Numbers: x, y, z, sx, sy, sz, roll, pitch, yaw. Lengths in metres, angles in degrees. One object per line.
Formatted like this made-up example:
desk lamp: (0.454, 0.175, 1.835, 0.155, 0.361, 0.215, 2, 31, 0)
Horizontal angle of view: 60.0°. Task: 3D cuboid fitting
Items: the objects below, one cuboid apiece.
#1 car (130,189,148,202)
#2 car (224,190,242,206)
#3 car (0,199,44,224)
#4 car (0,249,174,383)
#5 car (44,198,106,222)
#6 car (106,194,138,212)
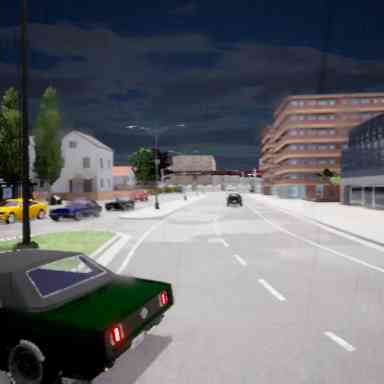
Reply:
car: (-8.722, 0.592, 54.396, 2.150, 2.045, 5.566, 0, 1, 6)
car: (5.300, 0.934, 41.975, 1.882, 1.535, 5.008, 0, 1, 6)
car: (-12.105, 1.248, 22.984, 1.882, 1.535, 5.008, 0, 1, 10)
car: (-2.770, 1.550, 4.872, 4.718, 1.301, 1.895, 0, 1, 19)
car: (-8.343, 1.339, 24.169, 1.895, 1.301, 4.718, 0, 1, 9)
car: (-7.251, 1.217, 33.674, 1.895, 1.301, 4.718, 0, 1, 6)
